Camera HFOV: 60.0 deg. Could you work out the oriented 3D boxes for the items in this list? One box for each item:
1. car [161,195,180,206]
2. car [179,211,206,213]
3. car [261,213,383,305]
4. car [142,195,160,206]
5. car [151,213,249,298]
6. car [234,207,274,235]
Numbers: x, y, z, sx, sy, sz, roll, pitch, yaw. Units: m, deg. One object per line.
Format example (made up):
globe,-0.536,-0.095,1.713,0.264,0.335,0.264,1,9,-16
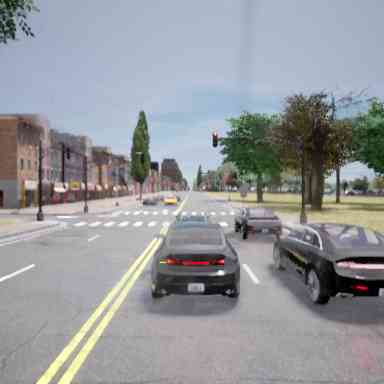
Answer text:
car,-3.344,1.392,52.467,1.882,1.535,5.008,0,1,0
car,0.048,1.643,17.811,1.895,1.301,4.718,0,0,0
car,3.328,1.494,8.065,2.128,1.511,4.902,0,0,0
car,-6.597,1.480,52.262,1.994,1.385,4.181,0,1,0
car,0.080,1.508,8.506,1.837,1.490,4.892,0,0,0
car,3.294,1.531,17.275,2.128,1.511,4.902,0,0,0
